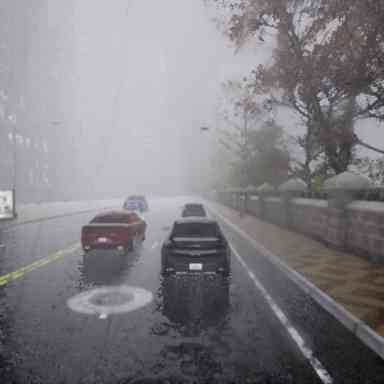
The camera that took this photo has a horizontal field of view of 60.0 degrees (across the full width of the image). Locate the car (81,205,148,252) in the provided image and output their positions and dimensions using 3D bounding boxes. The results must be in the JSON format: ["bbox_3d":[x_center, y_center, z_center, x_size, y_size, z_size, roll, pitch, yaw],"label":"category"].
[{"bbox_3d":[-3.134,1.526,14.176,1.882,1.535,5.008,0,0,0],"label":"car"}]

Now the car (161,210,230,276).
[{"bbox_3d":[0.101,1.542,10.466,1.837,1.490,4.892,0,0,0],"label":"car"}]

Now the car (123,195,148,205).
[{"bbox_3d":[-6.469,1.364,38.573,2.150,2.045,5.566,0,0,0],"label":"car"}]

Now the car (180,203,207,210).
[{"bbox_3d":[0.118,1.599,26.170,1.837,1.490,4.892,0,0,0],"label":"car"}]
